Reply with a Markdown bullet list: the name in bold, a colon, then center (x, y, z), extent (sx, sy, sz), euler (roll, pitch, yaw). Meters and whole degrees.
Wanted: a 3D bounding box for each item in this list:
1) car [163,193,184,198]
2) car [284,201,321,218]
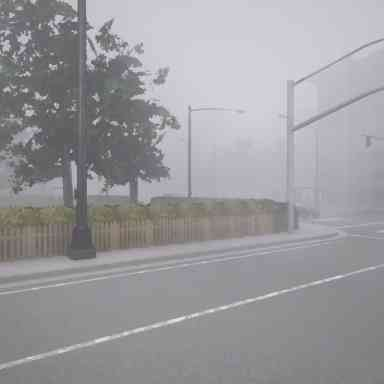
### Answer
- **car**: center (-2.297, 1.221, 47.257), extent (2.150, 2.045, 5.566), euler (0, 0, -35)
- **car**: center (9.406, 1.526, 30.334), extent (1.812, 1.442, 4.674), euler (0, 0, -35)
